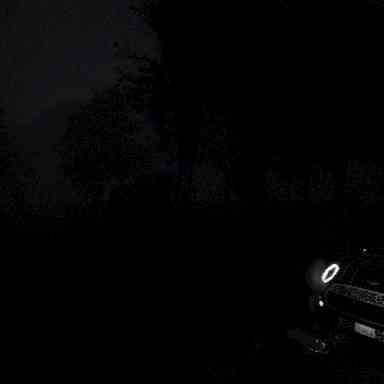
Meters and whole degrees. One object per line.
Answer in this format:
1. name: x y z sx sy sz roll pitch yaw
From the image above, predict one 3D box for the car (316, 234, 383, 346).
1. car: 4.293 1.352 5.904 4.553 1.767 2.097 0 0 -34
